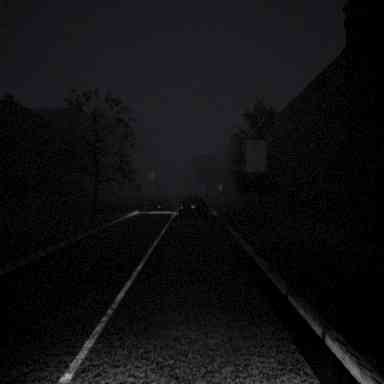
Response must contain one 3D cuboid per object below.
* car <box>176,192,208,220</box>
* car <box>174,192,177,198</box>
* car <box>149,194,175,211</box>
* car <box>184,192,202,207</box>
[{"bbox_3d":[0.094,1.072,25.335,2.097,1.767,4.553,0,1,0],"label":"car"},{"bbox_3d":[-3.112,0.621,74.921,2.033,1.411,5.357,0,1,0],"label":"car"},{"bbox_3d":[-3.103,1.188,33.393,1.994,1.385,4.181,0,1,0],"label":"car"},{"bbox_3d":[0.090,0.875,41.795,2.097,1.767,4.553,0,1,0],"label":"car"}]
